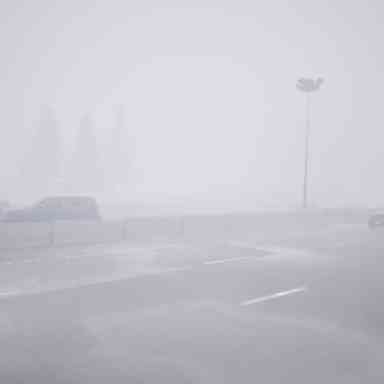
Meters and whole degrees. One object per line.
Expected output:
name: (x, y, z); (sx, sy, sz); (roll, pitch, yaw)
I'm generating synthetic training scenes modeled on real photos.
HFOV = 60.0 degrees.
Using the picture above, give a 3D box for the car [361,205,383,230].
car: (13.297, 1.751, 21.822); (4.674, 1.442, 1.812); (1, 0, -35)

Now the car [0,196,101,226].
car: (-8.202, 1.249, 19.633); (5.566, 2.045, 2.150); (0, 0, -35)

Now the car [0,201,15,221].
car: (-16.966, 1.485, 26.281); (5.008, 1.535, 1.882); (0, 0, -35)

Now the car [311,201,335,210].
car: (19.843, 2.130, 48.183); (4.674, 1.442, 1.812); (2, -1, -35)

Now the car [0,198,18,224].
car: (-14.943, 1.360, 23.424); (4.553, 1.767, 2.097); (0, 0, -35)

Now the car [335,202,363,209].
car: (21.904, 2.170, 45.357); (4.181, 1.385, 1.994); (2, -1, -35)

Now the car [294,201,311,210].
car: (17.797, 2.082, 51.015); (5.008, 1.535, 1.882); (2, -1, -35)

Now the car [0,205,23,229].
car: (-12.932, 1.571, 20.560); (4.181, 1.385, 1.994); (0, 0, -35)
